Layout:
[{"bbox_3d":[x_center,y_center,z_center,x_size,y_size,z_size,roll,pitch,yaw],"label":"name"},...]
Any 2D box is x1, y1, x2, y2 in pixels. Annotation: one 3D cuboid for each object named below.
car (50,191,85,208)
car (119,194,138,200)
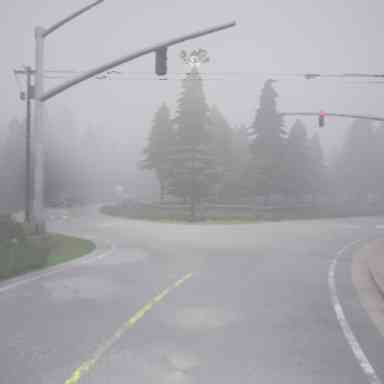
[{"bbox_3d":[-15.104,0.851,40.651,2.150,2.045,5.566,0,0,6],"label":"car"},{"bbox_3d":[-10.944,1.025,57.439,1.812,1.442,4.674,1,0,21],"label":"car"}]
